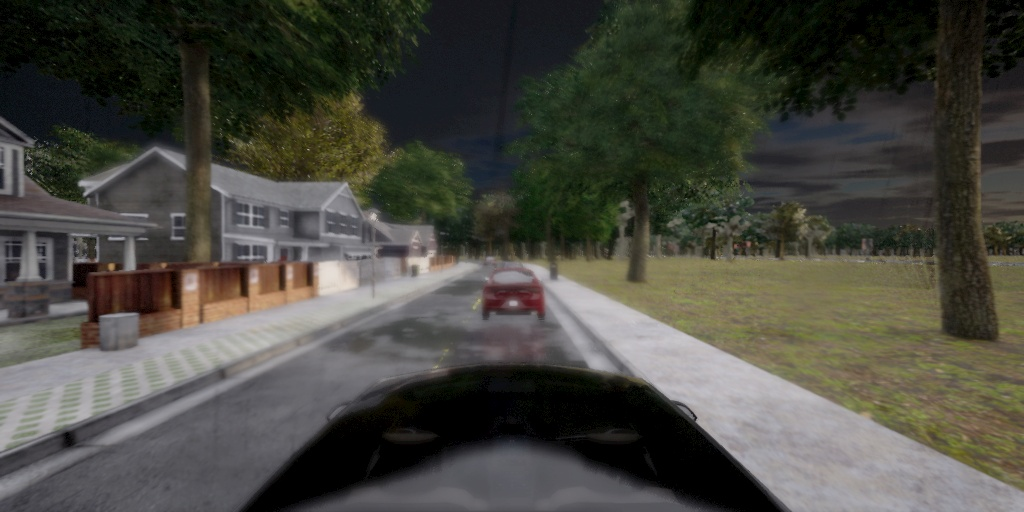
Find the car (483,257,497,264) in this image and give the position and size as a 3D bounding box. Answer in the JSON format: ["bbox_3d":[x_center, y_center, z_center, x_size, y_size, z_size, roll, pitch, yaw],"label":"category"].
[{"bbox_3d":[-3.124,0.865,52.530,1.812,1.442,4.674,0,0,-3],"label":"car"}]

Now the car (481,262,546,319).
[{"bbox_3d":[0.057,1.128,12.284,1.882,1.535,5.008,0,0,0],"label":"car"}]
